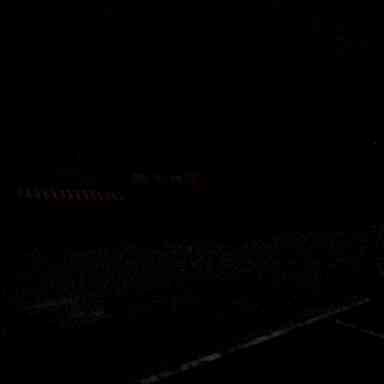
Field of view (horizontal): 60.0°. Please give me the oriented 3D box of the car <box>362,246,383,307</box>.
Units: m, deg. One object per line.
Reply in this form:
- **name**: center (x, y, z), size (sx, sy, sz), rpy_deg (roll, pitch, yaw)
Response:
- **car**: center (5.533, 1.326, 6.728), size (5.009, 1.841, 2.192), rpy_deg (0, 1, -35)
